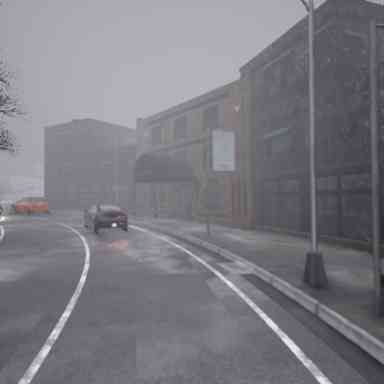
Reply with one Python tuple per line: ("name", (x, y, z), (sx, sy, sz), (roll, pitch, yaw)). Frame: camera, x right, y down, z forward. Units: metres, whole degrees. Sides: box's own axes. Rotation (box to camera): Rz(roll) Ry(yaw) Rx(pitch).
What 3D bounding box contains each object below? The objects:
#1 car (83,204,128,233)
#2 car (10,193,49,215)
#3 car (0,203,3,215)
("car", (-5.096, 1.451, 19.402), (1.837, 1.490, 4.892), (1, 0, -26))
("car", (-16.044, 1.268, 32.966), (4.553, 1.767, 2.097), (0, 0, 42))
("car", (-19.932, 1.295, 31.833), (5.008, 1.535, 1.882), (0, -1, 37))
